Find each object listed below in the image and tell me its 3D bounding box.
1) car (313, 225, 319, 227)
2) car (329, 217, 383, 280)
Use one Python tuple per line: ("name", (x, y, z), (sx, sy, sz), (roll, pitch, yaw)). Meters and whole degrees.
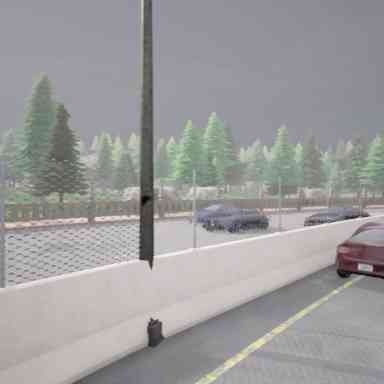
("car", (8.941, 1.553, 20.240), (5.357, 1.411, 2.033), (0, 0, -40))
("car", (5.488, 1.529, 9.113), (1.812, 1.442, 4.674), (0, 0, 44))
